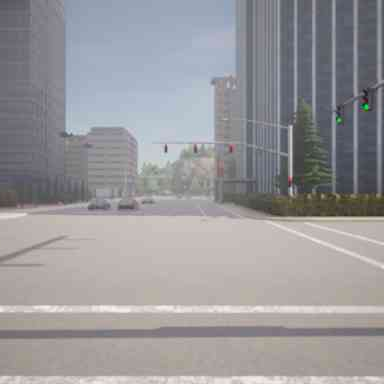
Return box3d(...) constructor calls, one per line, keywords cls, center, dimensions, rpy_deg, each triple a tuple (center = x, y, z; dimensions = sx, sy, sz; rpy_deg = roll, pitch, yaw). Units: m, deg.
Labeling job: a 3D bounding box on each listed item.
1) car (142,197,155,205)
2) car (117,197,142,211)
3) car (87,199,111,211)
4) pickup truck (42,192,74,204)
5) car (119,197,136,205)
box3d(cls="car", center=(-7.830, 1.543, 59.365), dimensions=(1.812, 1.442, 4.674), rpy_deg=(0, 0, 0))
box3d(cls="car", center=(-7.678, 1.489, 40.228), dimensions=(1.882, 1.535, 5.008), rpy_deg=(0, 0, 0))
box3d(cls="car", center=(-11.177, 1.575, 40.263), dimensions=(1.994, 1.385, 4.181), rpy_deg=(0, 0, 0))
box3d(cls="pickup truck", center=(-24.391, 1.076, 60.158), dimensions=(2.390, 2.098, 6.274), rpy_deg=(0, 0, 30))
box3d(cls="car", center=(-11.327, 1.565, 58.809), dimensions=(2.033, 1.411, 5.357), rpy_deg=(0, 0, 0))
